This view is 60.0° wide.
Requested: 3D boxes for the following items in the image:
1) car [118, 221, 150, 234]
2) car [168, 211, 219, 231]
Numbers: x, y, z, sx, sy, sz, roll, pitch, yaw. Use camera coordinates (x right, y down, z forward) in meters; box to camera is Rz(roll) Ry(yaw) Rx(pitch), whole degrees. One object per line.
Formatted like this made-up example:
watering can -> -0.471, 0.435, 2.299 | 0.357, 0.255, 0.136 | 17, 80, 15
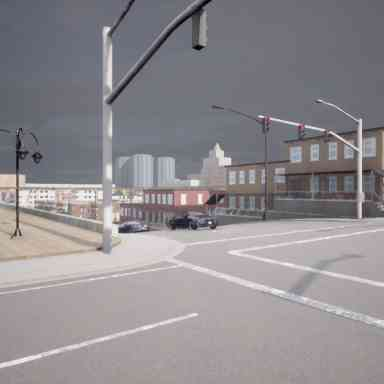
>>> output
car -> -5.837, 3.506, 32.127 | 1.812, 1.442, 4.674 | 0, -12, -37
car -> 0.031, 2.054, 24.150 | 1.994, 1.385, 4.181 | 0, -4, -36
